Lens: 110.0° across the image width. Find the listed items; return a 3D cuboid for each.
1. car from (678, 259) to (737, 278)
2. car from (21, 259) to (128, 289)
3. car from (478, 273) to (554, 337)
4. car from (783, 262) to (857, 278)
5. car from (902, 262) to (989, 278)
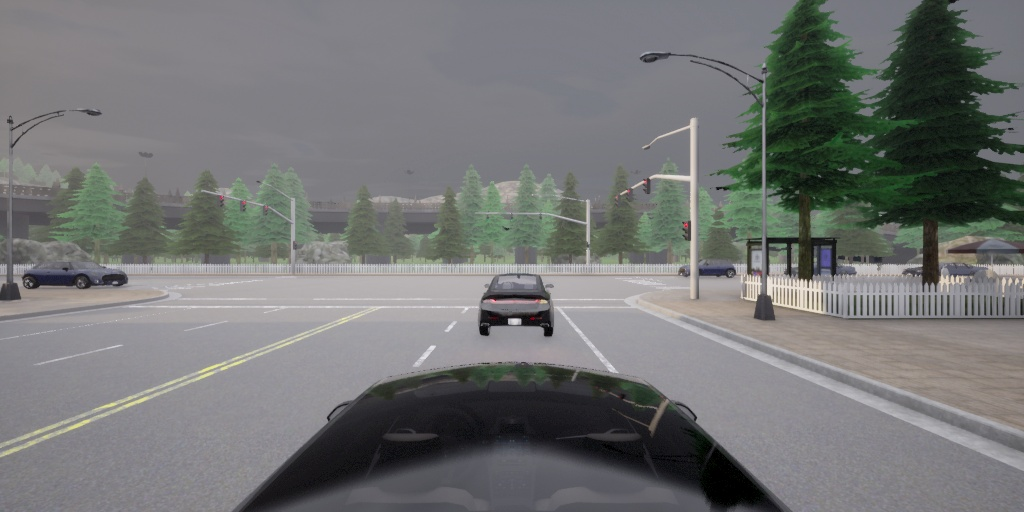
[{"bbox_3d":[17.513,1.046,32.347,4.553,1.767,2.097,0,0,0],"label":"car"},{"bbox_3d":[-26.394,1.046,21.812,4.553,1.767,2.097,0,0,0],"label":"car"},{"bbox_3d":[0.180,1.242,10.352,2.128,1.511,4.902,0,0,3],"label":"car"},{"bbox_3d":[27.670,1.242,32.255,5.357,1.411,2.033,0,0,1],"label":"car"},{"bbox_3d":[38.061,1.242,31.508,5.357,1.411,2.033,0,0,10],"label":"car"}]
